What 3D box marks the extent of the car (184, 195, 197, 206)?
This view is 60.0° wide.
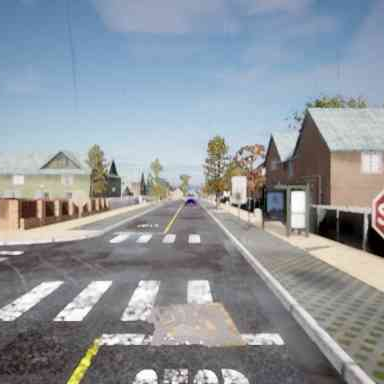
[{"bbox_3d":[-0.180,1.556,54.284,1.812,1.442,4.674,0,0,0],"label":"car"}]

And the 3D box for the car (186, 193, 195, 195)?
[{"bbox_3d":[-0.334,1.298,64.088,2.150,2.045,5.566,0,0,0],"label":"car"}]
